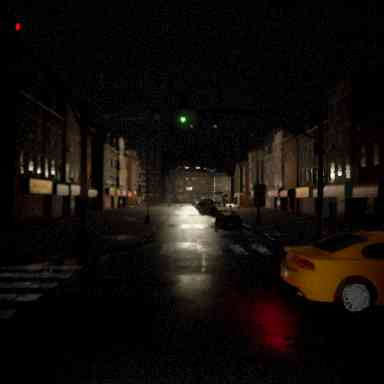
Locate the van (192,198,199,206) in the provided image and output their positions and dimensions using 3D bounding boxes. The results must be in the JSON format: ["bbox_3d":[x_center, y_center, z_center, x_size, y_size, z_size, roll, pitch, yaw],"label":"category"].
[{"bbox_3d":[1.020,2.601,87.096,1.690,1.788,3.998,1,-1,-1],"label":"van"}]

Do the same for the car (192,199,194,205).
[{"bbox_3d":[1.417,2.469,65.348,2.008,1.369,4.403,1,-1,-1],"label":"car"}]

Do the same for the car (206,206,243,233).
[{"bbox_3d":[2.216,1.841,21.861,1.887,1.381,4.507,1,-1,-1],"label":"car"}]

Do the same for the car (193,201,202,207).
[{"bbox_3d":[1.217,2.652,76.220,1.947,1.339,4.313,1,-1,-1],"label":"car"}]

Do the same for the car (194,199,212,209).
[{"bbox_3d":[1.820,1.911,43.608,2.192,1.841,5.009,1,-1,-1],"label":"car"}]

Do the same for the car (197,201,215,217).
[{"bbox_3d":[1.916,2.064,38.169,1.887,1.381,4.507,1,-1,-1],"label":"car"}]

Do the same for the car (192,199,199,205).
[{"bbox_3d":[0.919,2.789,92.530,1.967,1.590,4.097,1,-1,-1],"label":"car"}]

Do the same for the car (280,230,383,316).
[{"bbox_3d":[4.490,1.604,7.196,5.008,1.535,1.882,0,-1,-1],"label":"car"}]
